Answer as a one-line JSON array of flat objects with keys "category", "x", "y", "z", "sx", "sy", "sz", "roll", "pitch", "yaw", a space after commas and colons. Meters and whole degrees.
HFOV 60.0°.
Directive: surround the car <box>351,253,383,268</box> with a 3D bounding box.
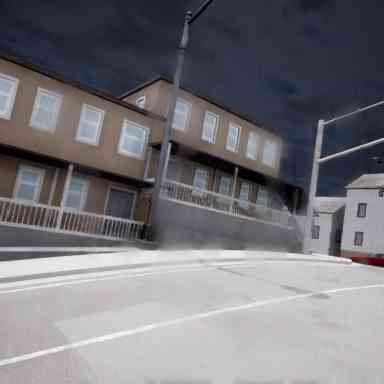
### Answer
[{"category": "car", "x": 14.793, "y": 5.325, "z": 25.145, "sx": 1.895, "sy": 1.301, "sz": 4.718, "roll": 16, "pitch": -15, "yaw": -37}]
